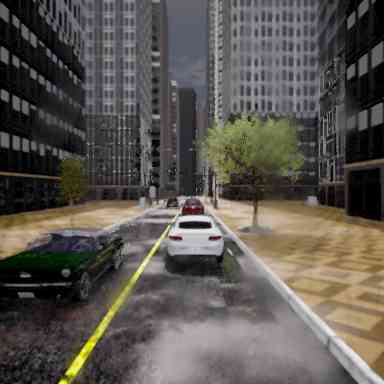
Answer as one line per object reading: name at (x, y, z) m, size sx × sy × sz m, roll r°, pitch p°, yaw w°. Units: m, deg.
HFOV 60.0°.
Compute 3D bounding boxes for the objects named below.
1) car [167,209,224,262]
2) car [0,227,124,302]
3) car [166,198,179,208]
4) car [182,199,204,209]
car at (0.102, 1.547, 12.144) m, size 1.812 × 1.442 × 4.674 m, roll 0°, pitch 0°, yaw 0°
car at (-3.099, 1.615, 8.409) m, size 1.895 × 1.301 × 4.718 m, roll 0°, pitch 0°, yaw 0°
car at (-2.993, 1.680, 51.688) m, size 1.837 × 1.490 × 4.892 m, roll 0°, pitch 0°, yaw 0°
car at (0.104, 1.418, 32.527) m, size 2.097 × 1.767 × 4.553 m, roll 0°, pitch 0°, yaw 0°
